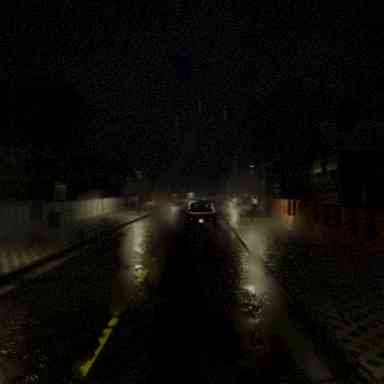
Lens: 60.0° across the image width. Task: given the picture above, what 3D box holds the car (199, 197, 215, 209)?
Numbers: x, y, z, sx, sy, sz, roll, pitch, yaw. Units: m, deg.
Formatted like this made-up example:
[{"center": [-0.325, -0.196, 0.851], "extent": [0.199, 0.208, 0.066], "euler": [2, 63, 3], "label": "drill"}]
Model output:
[{"center": [1.907, 1.347, 41.022], "extent": [1.895, 1.301, 4.718], "euler": [0, 0, 5], "label": "car"}]

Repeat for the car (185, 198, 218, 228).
[{"center": [0.608, 1.358, 20.749], "extent": [2.128, 1.511, 4.902], "euler": [0, 0, 2], "label": "car"}]
